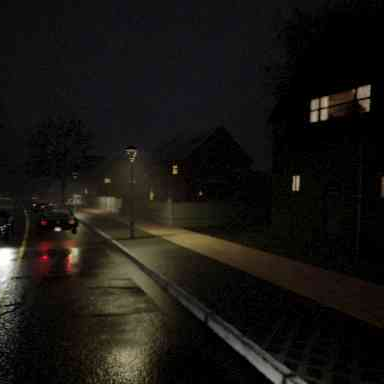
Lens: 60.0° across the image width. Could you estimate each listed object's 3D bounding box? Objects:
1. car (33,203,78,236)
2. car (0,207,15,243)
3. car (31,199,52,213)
[{"bbox_3d":[-7.326,1.475,17.874,1.895,1.301,4.718,-1,1,-25],"label":"car"},{"bbox_3d":[-9.129,1.434,15.047,1.812,1.442,4.674,-1,1,-25],"label":"car"},{"bbox_3d":[-15.171,1.379,33.677,1.994,1.385,4.181,-1,0,-27],"label":"car"}]
